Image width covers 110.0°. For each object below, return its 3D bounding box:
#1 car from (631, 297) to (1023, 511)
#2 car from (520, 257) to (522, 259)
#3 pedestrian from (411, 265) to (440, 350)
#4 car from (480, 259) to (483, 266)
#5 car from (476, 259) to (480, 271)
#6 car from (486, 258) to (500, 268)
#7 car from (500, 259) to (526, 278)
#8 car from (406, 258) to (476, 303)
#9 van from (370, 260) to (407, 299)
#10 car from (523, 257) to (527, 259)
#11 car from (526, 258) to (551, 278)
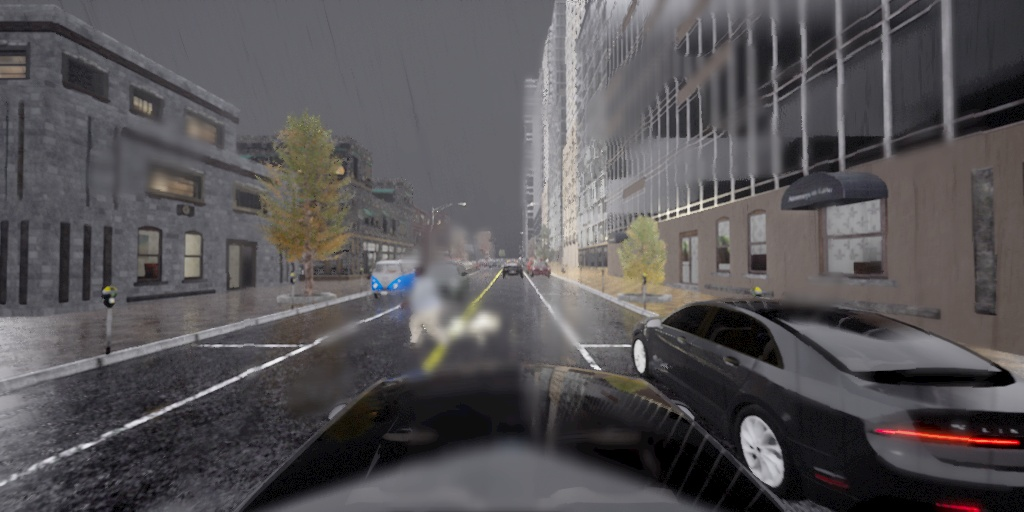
[{"bbox_3d":[2.999,1.259,4.428,1.837,1.490,4.892,0,0,0],"label":"car"},{"bbox_3d":[0.069,1.286,46.894,1.882,1.535,5.008,0,0,0],"label":"car"},{"bbox_3d":[-1.771,1.051,7.387,0.375,1.860,0.375,1,-1,0],"label":"pedestrian"},{"bbox_3d":[-5.702,1.361,51.899,1.888,1.381,4.507,0,0,0],"label":"car"},{"bbox_3d":[-5.700,1.359,46.255,2.007,1.370,4.403,0,0,0],"label":"car"},{"bbox_3d":[-3.016,1.402,63.342,1.994,1.385,4.181,0,0,0],"label":"car"},{"bbox_3d":[0.082,1.270,34.463,1.882,1.535,5.008,0,-1,0],"label":"car"},{"bbox_3d":[-3.104,1.121,16.723,2.097,1.767,4.553,0,0,0],"label":"car"},{"bbox_3d":[-5.694,1.112,18.035,1.690,1.789,3.998,0,0,0],"label":"van"},{"bbox_3d":[2.681,1.115,40.558,2.192,1.841,5.009,0,0,0],"label":"car"},{"bbox_3d":[2.683,1.232,34.914,1.967,1.591,4.097,0,0,0],"label":"car"}]
